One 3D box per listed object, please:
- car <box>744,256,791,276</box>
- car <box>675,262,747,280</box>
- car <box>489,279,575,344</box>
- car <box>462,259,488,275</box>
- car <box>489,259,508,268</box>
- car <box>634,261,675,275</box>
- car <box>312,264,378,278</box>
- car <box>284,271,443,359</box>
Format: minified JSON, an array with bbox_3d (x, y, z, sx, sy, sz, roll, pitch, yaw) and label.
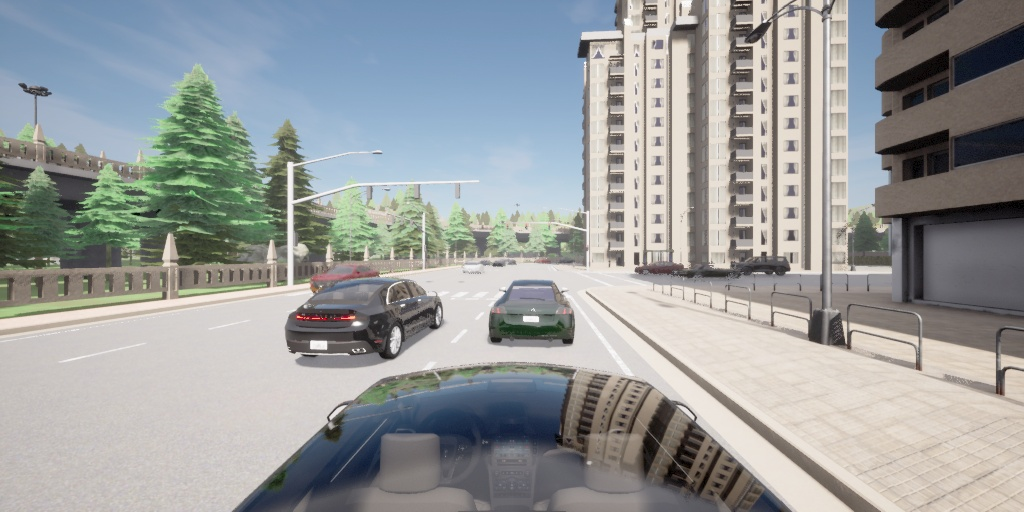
[{"bbox_3d":[26.144,1.027,37.910,5.566,2.045,2.150,0,0,4],"label":"car"},{"bbox_3d":[17.266,1.406,31.249,4.718,1.301,1.895,0,0,3],"label":"car"},{"bbox_3d":[0.573,1.314,9.650,1.994,1.385,4.181,0,0,5],"label":"car"},{"bbox_3d":[-4.266,1.283,40.096,1.812,1.442,4.674,0,0,4],"label":"car"},{"bbox_3d":[-2.379,1.351,63.434,1.895,1.301,4.718,0,0,5],"label":"car"},{"bbox_3d":[15.786,1.283,38.585,5.008,1.535,1.882,0,0,4],"label":"car"},{"bbox_3d":[-9.303,1.227,20.343,1.882,1.535,5.008,0,0,4],"label":"car"},{"bbox_3d":[-3.042,1.255,8.455,1.837,1.490,4.892,0,0,5],"label":"car"}]
